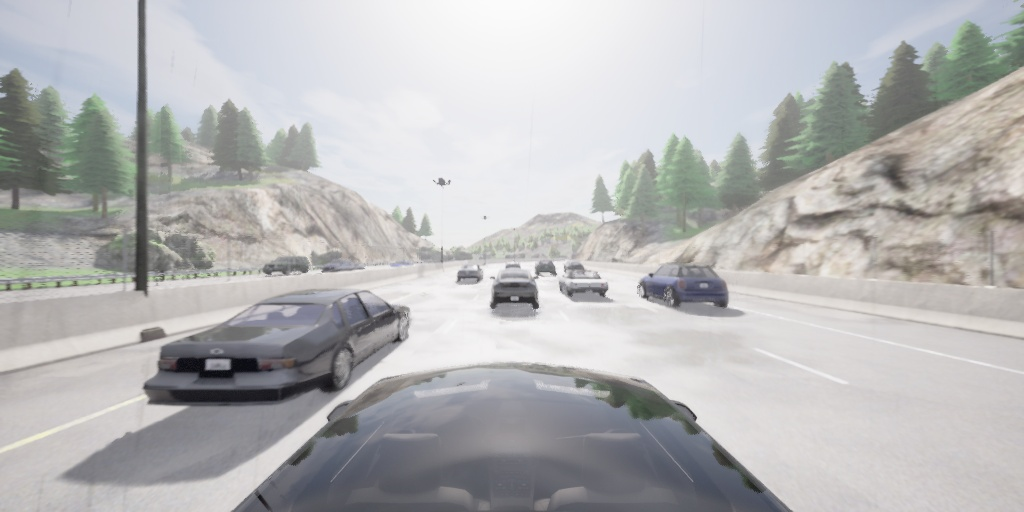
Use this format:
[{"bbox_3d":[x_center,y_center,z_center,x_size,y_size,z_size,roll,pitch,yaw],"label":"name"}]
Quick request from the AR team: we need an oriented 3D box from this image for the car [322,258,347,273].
[{"bbox_3d":[-21.059,1.179,43.649,2.097,1.767,4.553,0,0,0],"label":"car"}]

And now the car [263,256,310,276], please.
[{"bbox_3d":[-24.556,1.042,39.276,2.150,2.045,5.566,0,0,0],"label":"car"}]

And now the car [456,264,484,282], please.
[{"bbox_3d":[-3.396,1.349,29.745,2.033,1.411,5.357,0,0,0],"label":"car"}]

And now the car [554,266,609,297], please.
[{"bbox_3d":[3.605,1.382,18.972,1.895,1.301,4.718,0,0,0],"label":"car"}]

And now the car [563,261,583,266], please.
[{"bbox_3d":[7.111,1.329,41.716,1.837,1.490,4.892,0,0,0],"label":"car"}]

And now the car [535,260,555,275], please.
[{"bbox_3d":[3.611,1.170,39.634,2.097,1.767,4.553,0,0,0],"label":"car"}]

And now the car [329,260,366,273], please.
[{"bbox_3d":[-17.563,1.383,39.010,1.994,1.385,4.181,0,0,0],"label":"car"}]

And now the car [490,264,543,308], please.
[{"bbox_3d":[0.103,1.281,15.353,1.837,1.490,4.892,0,0,0],"label":"car"}]

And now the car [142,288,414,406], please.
[{"bbox_3d":[-3.397,1.306,6.645,2.033,1.411,5.357,0,0,0],"label":"car"}]

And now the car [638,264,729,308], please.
[{"bbox_3d":[7.103,1.126,15.397,2.097,1.767,4.553,0,0,0],"label":"car"}]

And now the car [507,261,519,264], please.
[{"bbox_3d":[0.111,1.319,44.091,2.128,1.511,4.902,0,0,0],"label":"car"}]

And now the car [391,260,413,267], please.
[{"bbox_3d":[-14.050,1.308,46.172,1.882,1.535,5.008,0,0,0],"label":"car"}]
